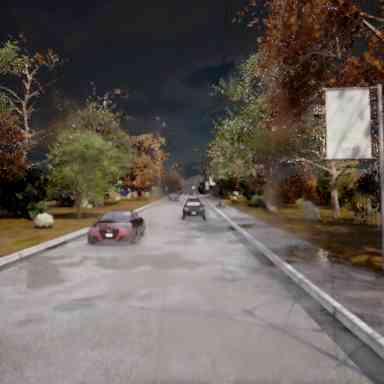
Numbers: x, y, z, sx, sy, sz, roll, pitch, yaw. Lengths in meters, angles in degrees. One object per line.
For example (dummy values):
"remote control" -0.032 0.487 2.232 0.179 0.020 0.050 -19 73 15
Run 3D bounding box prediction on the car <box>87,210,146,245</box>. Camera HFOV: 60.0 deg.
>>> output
"car" -3.311 1.531 15.335 1.994 1.385 4.181 0 0 1

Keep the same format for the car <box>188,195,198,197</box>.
"car" 0.163 1.193 44.497 2.128 1.511 4.902 0 1 0

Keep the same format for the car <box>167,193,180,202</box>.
"car" -3.205 1.019 58.720 1.837 1.490 4.892 0 1 1

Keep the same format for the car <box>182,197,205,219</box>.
"car" 0.138 1.415 27.566 1.812 1.442 4.674 0 0 0
